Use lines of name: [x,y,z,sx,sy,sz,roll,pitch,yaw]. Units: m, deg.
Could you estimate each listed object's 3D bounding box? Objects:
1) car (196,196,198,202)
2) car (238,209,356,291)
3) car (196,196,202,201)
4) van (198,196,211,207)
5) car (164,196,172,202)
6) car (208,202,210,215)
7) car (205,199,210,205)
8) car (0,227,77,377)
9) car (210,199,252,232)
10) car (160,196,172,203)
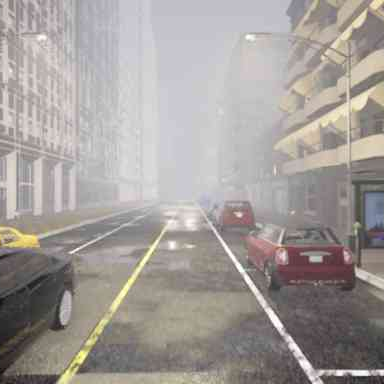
car: [2.212,1.727,59.866,1.947,1.339,4.313,0,0,0]
car: [2.627,1.454,9.030,1.967,1.590,4.097,0,0,0]
car: [1.932,1.800,93.926,1.752,1.417,4.829,0,0,0]
van: [2.257,1.484,54.218,1.690,1.788,3.998,0,0,0]
car: [-6.400,1.851,88.039,1.947,1.339,4.313,0,0,0]
car: [2.489,1.640,25.975,1.802,1.307,4.206,0,0,0]
car: [2.443,1.655,31.624,1.802,1.307,4.206,0,0,0]
car: [-3.018,1.500,4.111,1.882,1.535,5.008,0,0,-1]
car: [2.535,1.358,20.328,2.192,1.841,5.009,0,0,0]
car: [-6.308,1.688,76.743,1.967,1.590,4.097,0,0,0]
